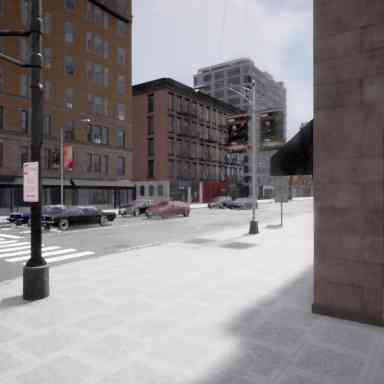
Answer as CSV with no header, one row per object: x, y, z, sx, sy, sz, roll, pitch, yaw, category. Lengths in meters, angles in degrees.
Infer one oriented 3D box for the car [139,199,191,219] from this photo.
-1.917,1.434,27.931,1.812,1.442,4.674,0,0,35,car

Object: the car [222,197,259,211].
6.072,1.396,39.263,2.033,1.411,5.357,0,0,35,car

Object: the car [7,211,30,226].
-9.737,1.553,22.472,1.895,1.301,4.718,0,0,35,car

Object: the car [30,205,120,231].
-7.081,1.547,20.599,1.895,1.301,4.718,0,0,35,car

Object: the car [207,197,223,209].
3.723,1.345,41.572,2.128,1.511,4.902,0,0,35,car

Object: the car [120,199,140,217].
-4.457,1.405,29.967,2.128,1.511,4.902,0,0,35,car
